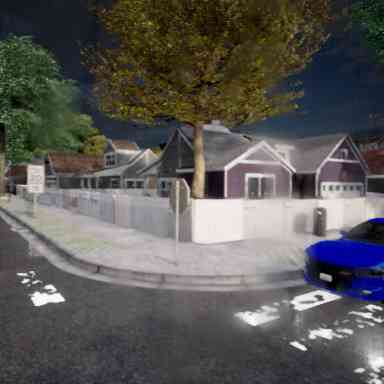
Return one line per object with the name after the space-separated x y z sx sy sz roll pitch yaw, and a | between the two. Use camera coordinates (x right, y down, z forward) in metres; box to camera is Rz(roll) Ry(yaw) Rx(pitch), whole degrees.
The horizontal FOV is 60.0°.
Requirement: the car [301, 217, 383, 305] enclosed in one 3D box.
4.677 1.323 7.549 5.008 1.535 1.882 0 2 -30 | car
